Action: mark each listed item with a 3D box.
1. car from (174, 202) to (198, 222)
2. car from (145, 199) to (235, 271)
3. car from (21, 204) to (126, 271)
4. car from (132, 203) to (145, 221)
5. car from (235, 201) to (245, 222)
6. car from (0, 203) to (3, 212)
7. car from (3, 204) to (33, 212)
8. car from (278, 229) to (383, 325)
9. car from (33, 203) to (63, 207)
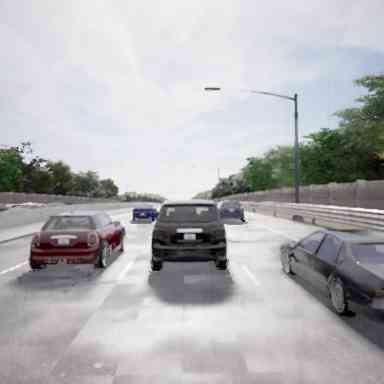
[{"bbox_3d":[-0.538,1.671,29.459,1.882,1.535,5.008,0,-1,-1],"label":"car"},{"bbox_3d":[-0.119,1.250,11.253,2.150,2.045,5.566,0,0,-1],"label":"car"},{"bbox_3d":[-3.622,1.410,11.390,2.097,1.767,4.553,0,0,-1],"label":"car"},{"bbox_3d":[-4.036,1.699,29.360,1.882,1.535,5.008,0,-1,-1],"label":"car"},{"bbox_3d":[3.003,1.489,27.693,2.097,1.767,4.553,0,-1,-1],"label":"car"},{"bbox_3d":[-21.896,1.996,36.539,2.128,1.511,4.902,0,-1,-1],"label":"car"},{"bbox_3d":[-18.418,2.038,37.281,2.033,1.411,5.357,0,-1,-1],"label":"car"},{"bbox_3d":[3.475,1.537,7.359,2.033,1.411,5.357,0,0,-1],"label":"car"},{"bbox_3d":[-14.885,1.911,35.992,1.882,1.535,5.008,0,-1,-1],"label":"car"}]
